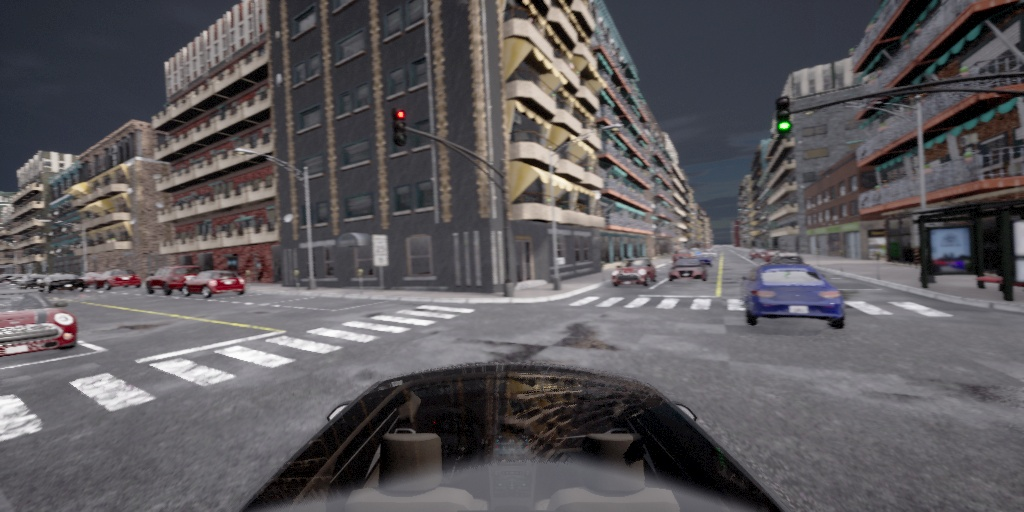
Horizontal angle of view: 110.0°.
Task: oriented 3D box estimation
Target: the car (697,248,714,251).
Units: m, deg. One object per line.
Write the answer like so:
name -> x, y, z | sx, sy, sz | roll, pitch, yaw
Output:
car -> 27.091, -0.133, 49.492 | 1.895, 1.301, 4.718 | -3, 0, 30

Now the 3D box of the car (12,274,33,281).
car -> -45.050, 2.502, 33.953 | 4.892, 1.490, 1.837 | -2, 1, 30

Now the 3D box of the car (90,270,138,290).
car -> -34.929, 2.007, 31.745 | 4.553, 1.767, 2.097 | -2, 1, 30

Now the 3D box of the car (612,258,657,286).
car -> 7.200, 0.855, 20.857 | 1.967, 1.591, 4.097 | 0, 0, 30

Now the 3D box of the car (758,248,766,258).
car -> 22.976, 0.195, 31.187 | 1.888, 1.381, 4.507 | 0, 0, 30

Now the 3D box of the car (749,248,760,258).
car -> 31.540, -0.316, 45.770 | 1.967, 1.591, 4.097 | 0, 0, 30

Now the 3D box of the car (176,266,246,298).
car -> -17.974, 1.604, 21.594 | 4.097, 1.591, 1.967 | 0, 0, 30

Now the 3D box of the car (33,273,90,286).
car -> -36.907, 2.235, 29.353 | 5.008, 1.535, 1.882 | -2, 1, 30

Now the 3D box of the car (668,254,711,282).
car -> 10.762, 0.804, 21.868 | 1.994, 1.385, 4.181 | -3, 0, 30

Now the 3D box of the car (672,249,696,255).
car -> 21.472, 0.053, 45.161 | 2.192, 1.841, 5.009 | 0, 0, 30

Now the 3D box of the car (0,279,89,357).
car -> -12.542, 1.568, 8.837 | 4.097, 1.591, 1.967 | 0, 0, 30

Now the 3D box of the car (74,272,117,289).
car -> -41.007, 2.358, 35.267 | 4.674, 1.442, 1.812 | -2, 1, 30

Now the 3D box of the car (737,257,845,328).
car -> 7.290, 0.924, 9.676 | 1.812, 1.442, 4.674 | -3, 0, 30

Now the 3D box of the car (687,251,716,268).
car -> 18.920, 0.454, 35.738 | 1.895, 1.301, 4.718 | -3, 0, 31

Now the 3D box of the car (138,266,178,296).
car -> -22.768, 1.620, 24.335 | 5.009, 1.841, 2.192 | 0, 0, 30

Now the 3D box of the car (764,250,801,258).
car -> 20.121, 0.336, 26.327 | 2.007, 1.370, 4.403 | 0, 0, 30
